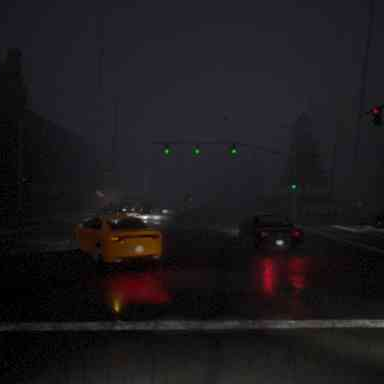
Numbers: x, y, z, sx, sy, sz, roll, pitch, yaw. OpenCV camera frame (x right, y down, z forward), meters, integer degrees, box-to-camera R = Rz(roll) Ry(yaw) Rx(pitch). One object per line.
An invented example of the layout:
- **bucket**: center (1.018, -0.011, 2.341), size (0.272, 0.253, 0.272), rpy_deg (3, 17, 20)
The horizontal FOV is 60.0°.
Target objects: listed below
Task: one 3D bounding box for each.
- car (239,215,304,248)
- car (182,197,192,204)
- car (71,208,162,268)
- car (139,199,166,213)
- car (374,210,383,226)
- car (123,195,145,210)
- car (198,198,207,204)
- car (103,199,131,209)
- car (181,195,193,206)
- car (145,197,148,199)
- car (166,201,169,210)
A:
- **car**: center (3.360, 1.669, 15.082), size (1.895, 1.301, 4.718), rpy_deg (0, 0, -1)
- **car**: center (-1.081, 1.864, 74.139), size (2.128, 1.511, 4.902), rpy_deg (0, 0, -1)
- **car**: center (-2.832, 1.533, 11.778), size (1.882, 1.535, 5.008), rpy_deg (1, -1, -32)
- **car**: center (-4.219, 1.731, 36.176), size (1.994, 1.385, 4.181), rpy_deg (0, 0, -1)
- **car**: center (14.458, 1.444, 21.733), size (4.553, 1.767, 2.097), rpy_deg (0, 0, -1)
- **car**: center (-7.783, 1.418, 42.235), size (2.150, 2.045, 5.566), rpy_deg (0, 0, 0)
- **car**: center (2.414, 1.934, 74.552), size (1.895, 1.301, 4.718), rpy_deg (0, 0, -1)
- **car**: center (-7.680, 1.718, 32.912), size (1.994, 1.385, 4.181), rpy_deg (0, 0, -1)
- **car**: center (-0.955, 1.513, 63.763), size (2.150, 2.045, 5.566), rpy_deg (0, 0, -1)
- **car**: center (-7.848, 1.593, 52.036), size (2.097, 1.767, 4.553), rpy_deg (0, 0, 0)
- **car**: center (-4.316, 1.777, 46.208), size (1.994, 1.385, 4.181), rpy_deg (0, 0, 0)
